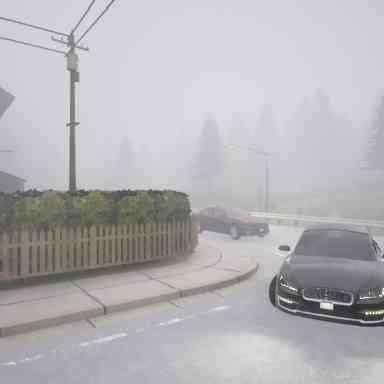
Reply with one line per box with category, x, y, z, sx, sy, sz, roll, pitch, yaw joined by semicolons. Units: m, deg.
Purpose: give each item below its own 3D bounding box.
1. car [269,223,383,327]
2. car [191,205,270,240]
car;3.159;1.505;7.298;1.837;1.490;4.892;0;0;27
car;1.861;1.478;17.434;1.882;1.535;5.008;0;0;-33
